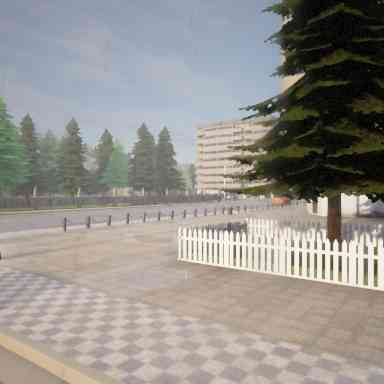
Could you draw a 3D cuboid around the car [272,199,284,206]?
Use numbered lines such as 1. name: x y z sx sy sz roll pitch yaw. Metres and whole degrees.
1. car: 15.330 1.352 56.748 2.097 1.767 4.553 0 0 36
